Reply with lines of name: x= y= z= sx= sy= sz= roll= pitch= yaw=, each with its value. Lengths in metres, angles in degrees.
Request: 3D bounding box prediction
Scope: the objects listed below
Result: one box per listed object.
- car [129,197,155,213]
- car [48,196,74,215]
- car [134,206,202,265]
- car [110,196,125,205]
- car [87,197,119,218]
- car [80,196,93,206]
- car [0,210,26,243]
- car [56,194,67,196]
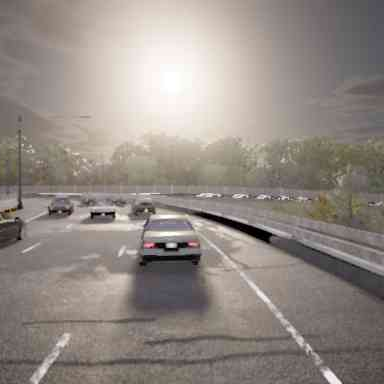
car: x=-4.444 y=1.235 z=29.872 sx=1.837 sy=1.490 sz=4.892 roll=0 pitch=1 yaw=-16
car: x=-11.691 y=1.347 z=29.899 sx=1.895 sy=1.301 sz=4.718 roll=0 pitch=1 yaw=-17
car: x=-0.823 y=1.442 z=11.315 sx=2.033 sy=1.411 sz=5.357 roll=0 pitch=1 yaw=-6
car: x=-10.907 y=1.183 z=47.163 sx=1.895 sy=1.301 sz=4.718 roll=0 pitch=1 yaw=-25
car: x=-7.215 y=1.363 z=27.010 sx=1.895 sy=1.301 sz=4.718 roll=0 pitch=1 yaw=-15
car: x=-14.458 y=1.198 z=46.478 sx=1.895 sy=1.301 sz=4.718 roll=0 pitch=1 yaw=-25
car: x=-8.123 y=1.401 z=13.011 sx=1.837 sy=1.490 sz=4.892 roll=0 pitch=0 yaw=-8
car: x=-18.096 y=1.088 z=45.933 sx=1.882 sy=1.535 sz=5.008 roll=0 pitch=0 yaw=-26
